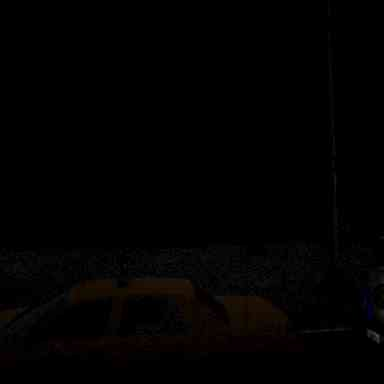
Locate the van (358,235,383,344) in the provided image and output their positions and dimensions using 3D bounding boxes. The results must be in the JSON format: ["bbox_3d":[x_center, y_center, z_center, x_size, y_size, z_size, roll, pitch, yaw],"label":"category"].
[{"bbox_3d":[4.606,1.463,4.945,3.998,1.788,1.690,-1,-2,-8],"label":"van"}]

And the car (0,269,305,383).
[{"bbox_3d":[-1.117,1.699,4.150,4.829,1.417,1.752,-1,-2,-8],"label":"car"}]
